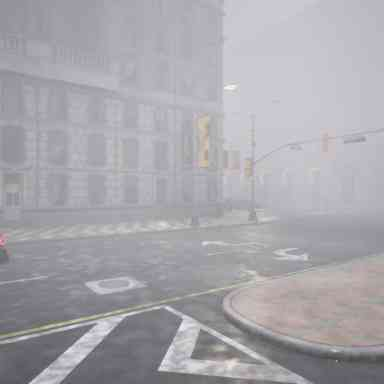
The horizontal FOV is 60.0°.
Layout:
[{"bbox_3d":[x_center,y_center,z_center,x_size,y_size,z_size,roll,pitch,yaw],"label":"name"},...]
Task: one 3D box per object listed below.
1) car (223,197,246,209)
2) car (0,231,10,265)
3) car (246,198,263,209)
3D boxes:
[{"bbox_3d":[4.495,1.505,44.335,1.837,1.490,4.892,0,0,-36],"label":"car"},{"bbox_3d":[-7.353,1.352,8.583,4.553,1.767,2.097,0,0,-35],"label":"car"},{"bbox_3d":[7.371,1.547,46.323,2.033,1.411,5.357,0,0,-36],"label":"car"}]
